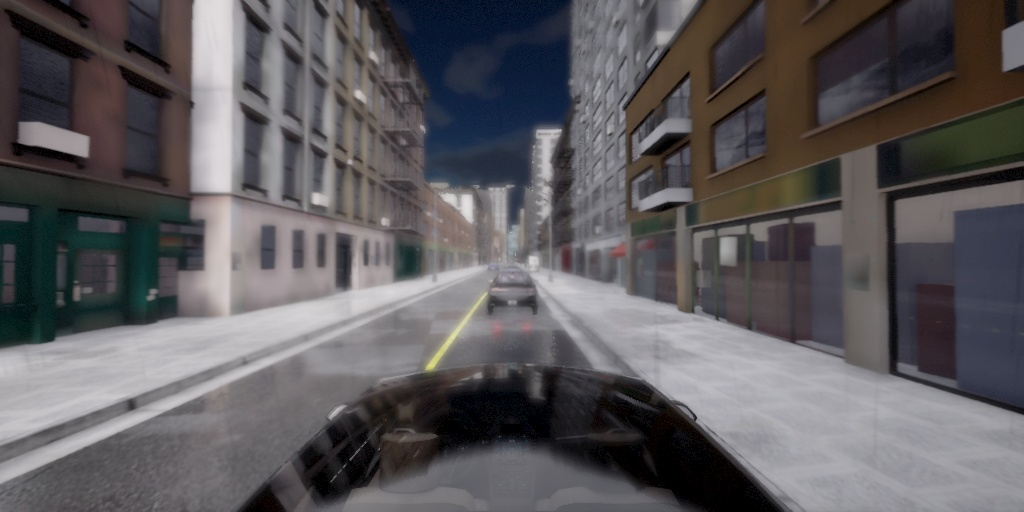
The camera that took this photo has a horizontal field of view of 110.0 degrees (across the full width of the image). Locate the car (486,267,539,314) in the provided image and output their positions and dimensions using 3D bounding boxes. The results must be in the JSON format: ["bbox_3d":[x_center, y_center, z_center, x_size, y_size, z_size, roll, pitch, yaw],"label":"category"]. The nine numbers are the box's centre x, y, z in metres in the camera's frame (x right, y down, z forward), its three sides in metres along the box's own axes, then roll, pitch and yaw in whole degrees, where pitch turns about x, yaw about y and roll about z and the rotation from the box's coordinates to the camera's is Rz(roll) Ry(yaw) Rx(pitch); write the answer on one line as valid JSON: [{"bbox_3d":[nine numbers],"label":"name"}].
[{"bbox_3d":[0.040,1.345,14.248,2.128,1.511,4.902,0,0,1],"label":"car"}]

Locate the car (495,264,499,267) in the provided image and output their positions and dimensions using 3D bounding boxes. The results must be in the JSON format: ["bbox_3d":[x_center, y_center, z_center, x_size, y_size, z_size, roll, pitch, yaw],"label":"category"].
[{"bbox_3d":[0.011,1.512,27.112,2.033,1.411,5.357,0,0,0],"label":"car"}]

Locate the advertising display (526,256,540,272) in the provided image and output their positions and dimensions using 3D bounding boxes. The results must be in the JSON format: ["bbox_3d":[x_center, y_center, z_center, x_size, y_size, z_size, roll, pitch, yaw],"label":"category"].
[{"bbox_3d":[3.114,1.215,50.469,1.540,2.440,0.280,0,0,0],"label":"advertising display"}]

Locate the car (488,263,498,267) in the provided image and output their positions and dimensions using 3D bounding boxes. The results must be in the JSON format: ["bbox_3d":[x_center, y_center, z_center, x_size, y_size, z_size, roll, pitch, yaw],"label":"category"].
[{"bbox_3d":[-3.072,1.814,59.988,1.812,1.442,4.674,0,0,0],"label":"car"}]
